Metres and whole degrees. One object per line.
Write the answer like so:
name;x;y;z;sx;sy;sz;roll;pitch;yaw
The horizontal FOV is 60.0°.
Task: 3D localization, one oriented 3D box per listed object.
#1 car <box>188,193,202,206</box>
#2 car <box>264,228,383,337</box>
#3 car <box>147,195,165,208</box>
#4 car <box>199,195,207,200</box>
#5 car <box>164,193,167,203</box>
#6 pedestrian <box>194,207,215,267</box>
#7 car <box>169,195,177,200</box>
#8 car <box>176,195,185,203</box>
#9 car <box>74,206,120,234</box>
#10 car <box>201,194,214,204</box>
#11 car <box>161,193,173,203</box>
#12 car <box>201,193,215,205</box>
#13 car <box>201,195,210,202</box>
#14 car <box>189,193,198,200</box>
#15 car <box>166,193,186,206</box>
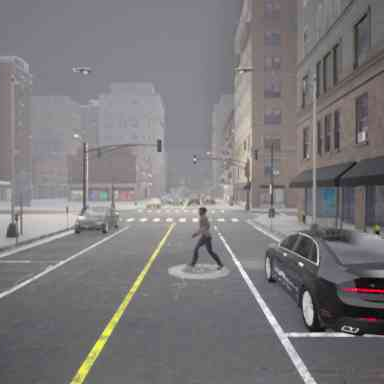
car;0.346;1.426;54.225;1.837;1.490;4.892;0;0;0
car;2.782;1.496;6.773;1.837;1.490;4.892;0;0;0
car;-5.168;1.459;45.612;1.752;1.417;4.829;0;0;0
car;3.077;1.423;91.038;2.008;1.369;4.403;0;0;0
car;-5.085;1.461;62.768;2.008;1.369;4.403;0;0;0
pedestrian;0.344;1.279;9.387;0.375;1.860;0.375;0;0;-8
car;-4.975;1.462;85.416;1.802;1.307;4.206;0;0;0
car;-2.412;1.401;69.974;1.837;1.490;4.892;0;0;0
car;-5.297;1.522;18.937;2.008;1.369;4.403;0;0;0
car;2.940;1.225;62.728;2.192;1.841;5.009;0;0;0
car;-5.057;1.217;68.430;2.192;1.841;5.009;0;0;0
car;2.913;1.358;57.066;1.967;1.590;4.097;0;0;0
car;2.996;1.420;74.222;1.752;1.417;4.829;0;0;0
car;0.415;1.235;85.813;2.097;1.767;4.553;0;0;0
car;-2.562;1.273;54.507;2.097;1.767;4.553;0;0;1
